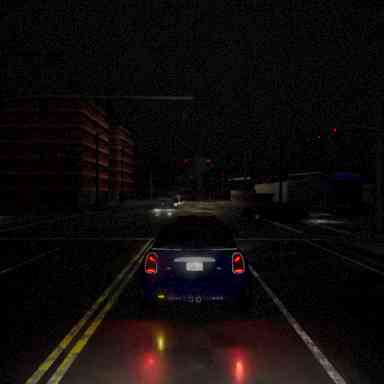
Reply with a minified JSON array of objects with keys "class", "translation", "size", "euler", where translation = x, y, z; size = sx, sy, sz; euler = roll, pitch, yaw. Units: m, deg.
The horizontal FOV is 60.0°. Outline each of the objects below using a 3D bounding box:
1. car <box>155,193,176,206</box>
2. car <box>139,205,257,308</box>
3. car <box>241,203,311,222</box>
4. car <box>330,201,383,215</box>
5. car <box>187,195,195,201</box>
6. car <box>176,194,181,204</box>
[{"class":"car","translation":[-3.702,1.214,45.078],"size":[2.150,2.045,5.566],"euler":[0,0,0]},{"class":"car","translation":[0.056,1.352,8.074],"size":[2.097,1.767,4.553],"euler":[0,0,0]},{"class":"car","translation":[6.437,1.535,26.065],"size":[5.357,1.411,2.033],"euler":[0,0,10]},{"class":"car","translation":[16.390,1.599,33.161],"size":[4.718,1.301,1.895],"euler":[0,0,0]},{"class":"car","translation":[-0.189,1.497,81.242],"size":[1.837,1.490,4.892],"euler":[0,0,0]},{"class":"car","translation":[-3.688,1.545,65.816],"size":[2.033,1.411,5.357],"euler":[0,0,0]}]
